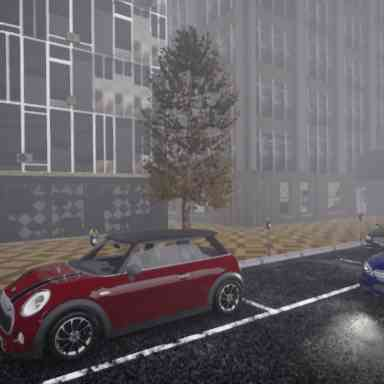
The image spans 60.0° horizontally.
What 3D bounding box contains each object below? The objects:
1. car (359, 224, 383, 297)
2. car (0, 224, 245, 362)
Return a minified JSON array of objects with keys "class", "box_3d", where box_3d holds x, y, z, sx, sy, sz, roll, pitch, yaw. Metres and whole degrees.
[{"class":"car","box_3d":[5.630,1.514,7.418,4.674,1.442,1.812,0,0,-36]},{"class":"car","box_3d":[-1.071,1.437,5.812,4.097,1.590,1.967,0,0,-36]}]
